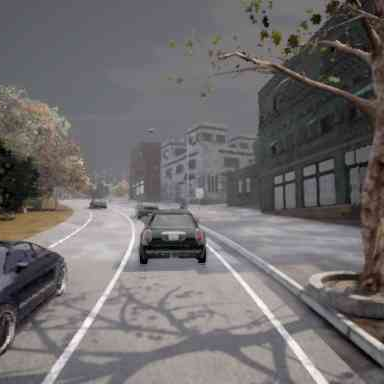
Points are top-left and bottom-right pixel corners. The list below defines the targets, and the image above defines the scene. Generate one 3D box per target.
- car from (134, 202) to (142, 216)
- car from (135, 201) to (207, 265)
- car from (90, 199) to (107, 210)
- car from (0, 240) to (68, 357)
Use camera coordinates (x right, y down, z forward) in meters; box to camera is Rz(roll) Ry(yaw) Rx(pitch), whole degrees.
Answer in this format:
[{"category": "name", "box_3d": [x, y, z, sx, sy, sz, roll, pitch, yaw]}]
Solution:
[{"category": "car", "box_3d": [-4.158, 1.634, 30.332, 1.837, 1.490, 4.892, 1, -1, -15]}, {"category": "car", "box_3d": [-0.753, 1.391, 12.101, 2.097, 1.767, 4.553, 0, 0, -5]}, {"category": "car", "box_3d": [-12.666, 1.618, 44.848, 2.033, 1.411, 5.357, 2, -1, -23]}, {"category": "car", "box_3d": [-3.665, 1.574, 5.785, 1.994, 1.385, 4.181, 0, 0, -4]}]
